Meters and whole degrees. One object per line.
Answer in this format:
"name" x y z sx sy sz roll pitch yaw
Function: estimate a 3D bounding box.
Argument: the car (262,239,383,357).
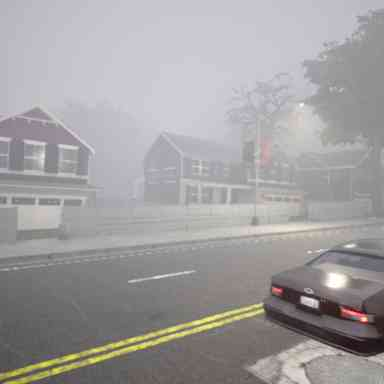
"car" 3.666 1.599 6.090 5.357 1.411 2.033 1 0 -36
